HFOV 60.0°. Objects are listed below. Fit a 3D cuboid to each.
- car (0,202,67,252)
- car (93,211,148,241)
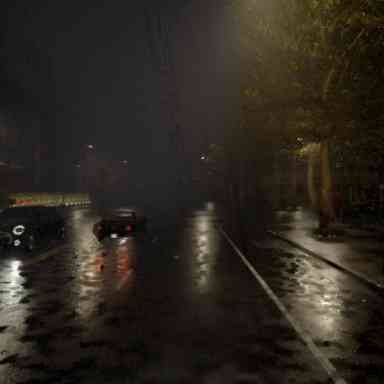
[{"bbox_3d":[-6.990,1.364,13.864,2.097,1.767,4.553,0,0,1],"label":"car"},{"bbox_3d":[-3.393,1.615,16.716,1.895,1.301,4.718,0,0,0],"label":"car"}]
